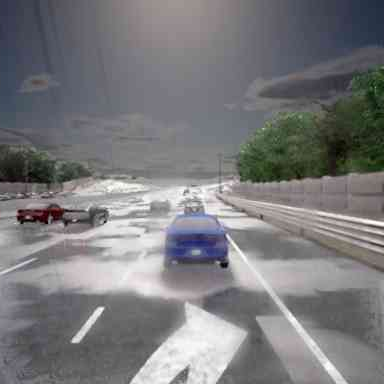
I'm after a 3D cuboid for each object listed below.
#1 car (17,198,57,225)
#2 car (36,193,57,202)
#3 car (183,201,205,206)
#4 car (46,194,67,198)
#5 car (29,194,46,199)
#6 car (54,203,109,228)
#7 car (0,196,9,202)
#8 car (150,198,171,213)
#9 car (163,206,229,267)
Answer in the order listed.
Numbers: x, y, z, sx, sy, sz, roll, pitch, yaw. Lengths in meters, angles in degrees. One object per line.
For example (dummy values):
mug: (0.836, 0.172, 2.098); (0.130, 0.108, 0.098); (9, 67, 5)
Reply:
car: (-10.328, 1.431, 23.449); (1.882, 1.535, 5.008); (0, 0, 0)
car: (-27.561, 1.062, 63.146); (1.812, 1.442, 4.674); (0, 1, 1)
car: (0.209, 1.491, 29.577); (2.033, 1.411, 5.357); (0, 0, 0)
car: (-20.748, 1.310, 52.481); (1.994, 1.385, 4.181); (0, 1, 1)
car: (-24.247, 1.226, 52.349); (1.882, 1.535, 5.008); (0, 1, 1)
car: (-6.837, 1.449, 21.828); (2.128, 1.511, 4.902); (0, 0, 0)
car: (-31.215, 1.297, 53.196); (1.994, 1.385, 4.181); (0, 1, 1)
car: (-3.347, 1.416, 35.864); (2.128, 1.511, 4.902); (0, 0, 0)
car: (0.122, 1.456, 11.345); (1.882, 1.535, 5.008); (0, 0, 0)
